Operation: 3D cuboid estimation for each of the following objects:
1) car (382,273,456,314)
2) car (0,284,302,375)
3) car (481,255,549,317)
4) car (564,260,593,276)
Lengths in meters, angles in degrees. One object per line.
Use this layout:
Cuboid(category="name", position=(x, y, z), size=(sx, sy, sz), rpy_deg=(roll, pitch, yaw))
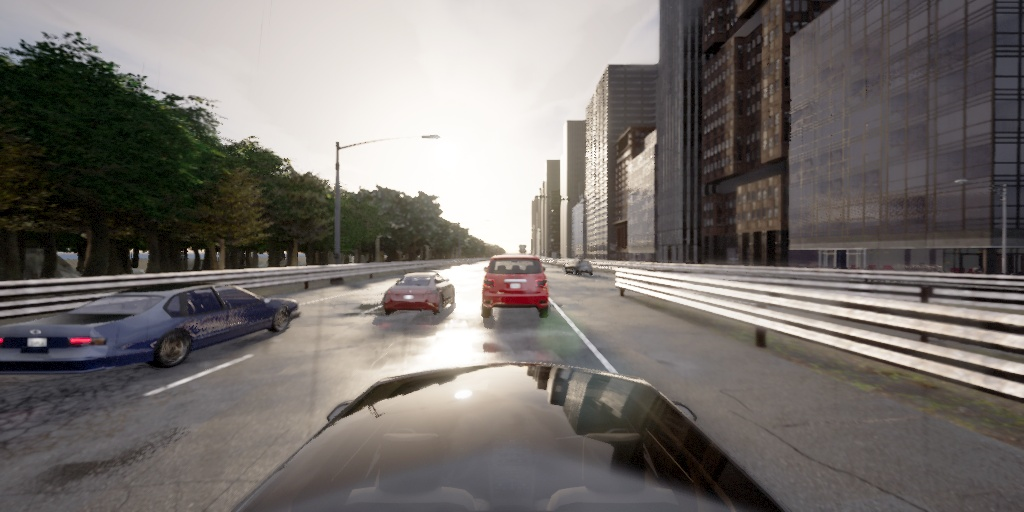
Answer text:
Cuboid(category="car", position=(-3.395, 1.325, 13.792), size=(1.994, 1.385, 4.181), rpy_deg=(0, 0, 0))
Cuboid(category="car", position=(-6.900, 1.303, 7.720), size=(2.033, 1.411, 5.357), rpy_deg=(0, 0, 0))
Cuboid(category="car", position=(0.102, 0.982, 13.292), size=(2.150, 2.045, 5.566), rpy_deg=(0, 0, 0))
Cuboid(category="car", position=(7.140, 1.243, 38.773), size=(2.033, 1.649, 4.856), rpy_deg=(0, 0, -10))
